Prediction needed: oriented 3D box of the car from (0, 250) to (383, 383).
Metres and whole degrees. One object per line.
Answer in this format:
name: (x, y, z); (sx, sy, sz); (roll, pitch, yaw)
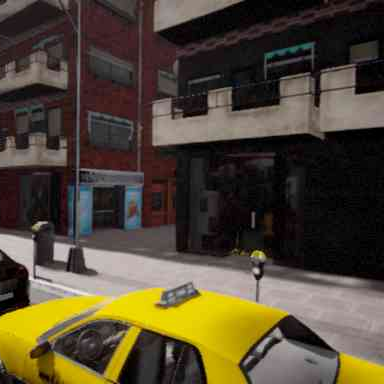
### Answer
car: (-0.340, 1.515, 3.103); (4.829, 1.417, 1.752); (0, 1, 35)

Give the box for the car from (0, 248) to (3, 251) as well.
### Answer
car: (-4.764, 1.525, 6.255); (4.313, 1.339, 1.947); (0, 1, 35)
